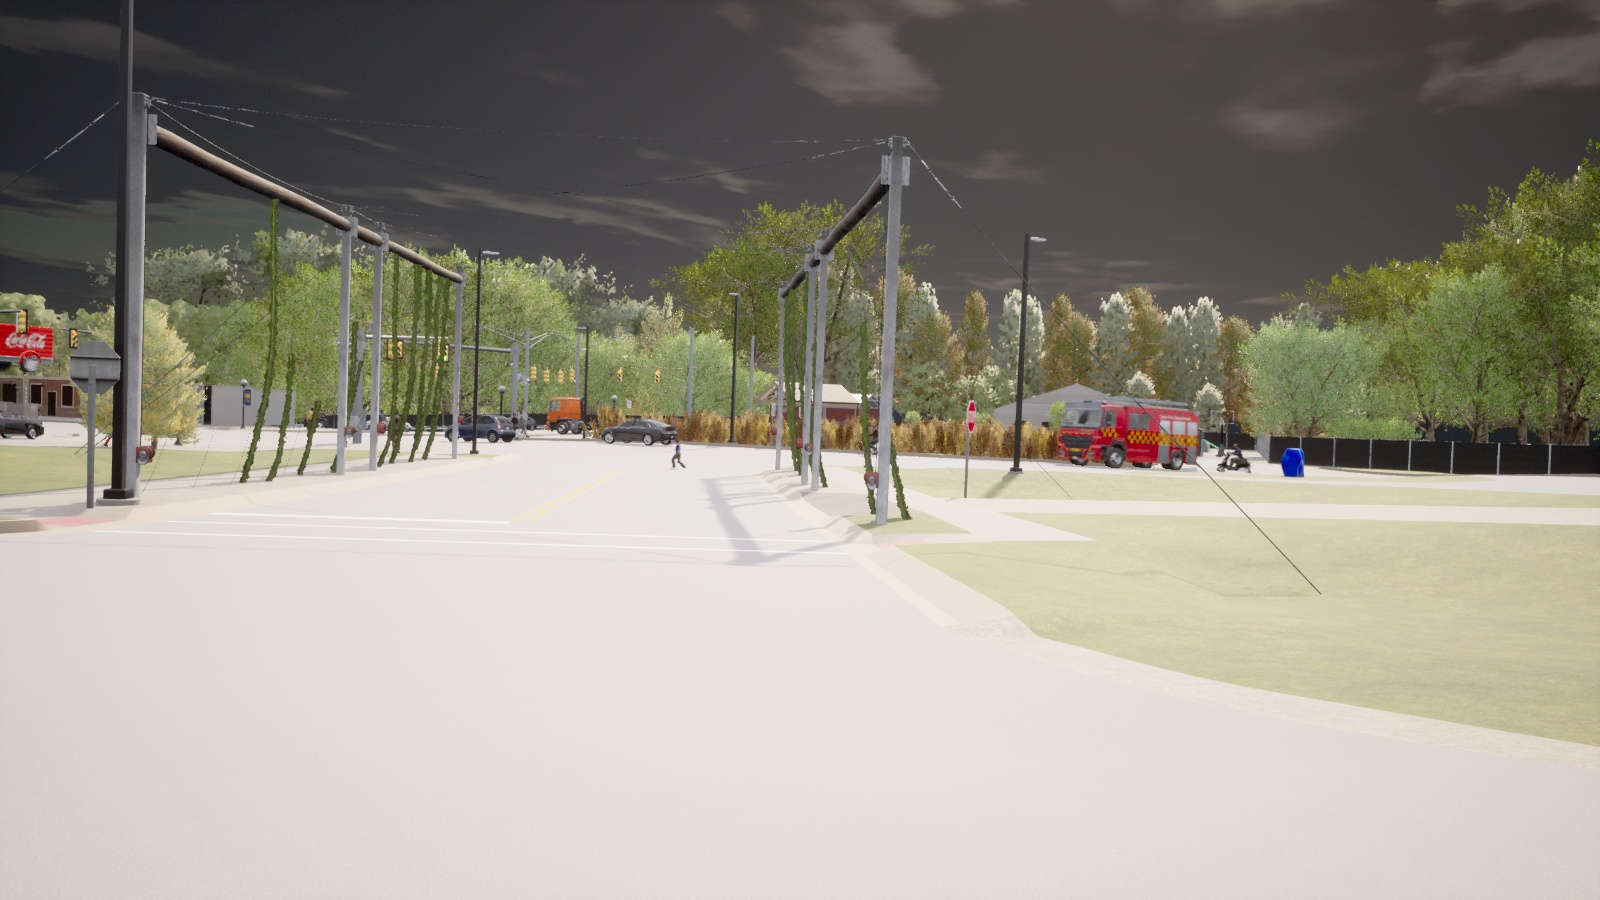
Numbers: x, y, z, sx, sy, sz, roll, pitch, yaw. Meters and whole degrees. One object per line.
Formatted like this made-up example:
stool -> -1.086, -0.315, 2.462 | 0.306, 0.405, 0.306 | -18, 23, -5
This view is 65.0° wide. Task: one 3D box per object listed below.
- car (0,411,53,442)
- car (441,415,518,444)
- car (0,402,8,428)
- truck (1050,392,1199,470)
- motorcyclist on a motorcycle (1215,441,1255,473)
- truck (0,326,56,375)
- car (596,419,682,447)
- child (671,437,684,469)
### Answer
car -> -39.780, -1.177, 61.959 | 2.128, 1.511, 4.902 | 2, 1, 16
car -> -18.545, -1.213, 72.722 | 3.988, 1.617, 1.851 | 1, 2, 20
car -> -53.715, -2.291, 80.732 | 5.027, 1.651, 2.152 | 2, 2, 21
truck -> 17.802, -0.976, 68.588 | 8.468, 3.827, 2.891 | 2, 1, -35
motorcyclist on a motorcycle -> 22.737, 0.373, 65.691 | 1.817, 1.590, 0.866 | 1, 3, 7
truck -> -43.549, -5.457, 67.815 | 2.627, 2.467, 5.204 | 5, 3, 21
car -> -9.367, -1.017, 72.964 | 4.892, 1.490, 1.837 | 2, 3, 31
child -> -4.913, 0.136, 50.496 | 0.437, 1.263, 0.270 | 2, 2, 7
